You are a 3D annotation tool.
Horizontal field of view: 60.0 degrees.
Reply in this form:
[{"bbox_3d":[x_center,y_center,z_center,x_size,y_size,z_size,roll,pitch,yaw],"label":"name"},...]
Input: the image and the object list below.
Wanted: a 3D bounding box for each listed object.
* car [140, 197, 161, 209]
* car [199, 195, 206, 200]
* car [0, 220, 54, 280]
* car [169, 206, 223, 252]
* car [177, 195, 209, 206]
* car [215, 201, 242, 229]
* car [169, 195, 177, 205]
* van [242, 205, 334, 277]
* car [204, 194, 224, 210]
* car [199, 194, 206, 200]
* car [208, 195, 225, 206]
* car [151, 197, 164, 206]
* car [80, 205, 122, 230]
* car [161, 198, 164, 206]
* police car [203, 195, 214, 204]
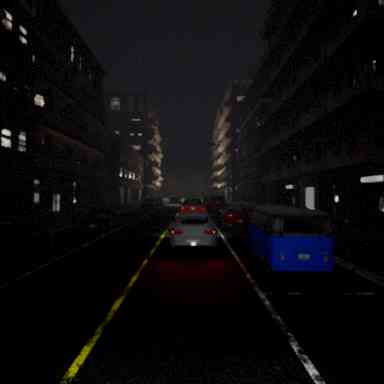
[{"bbox_3d":[-5.617,1.477,43.372,1.887,1.381,4.507,1,0,0],"label":"car"},{"bbox_3d":[2.836,1.440,93.460,1.802,1.307,4.206,1,0,0],"label":"car"},{"bbox_3d":[-5.665,1.551,9.945,1.947,1.339,4.313,1,0,0],"label":"car"},{"bbox_3d":[0.072,1.503,13.599,1.812,1.442,4.674,0,0,1],"label":"car"},{"bbox_3d":[0.086,1.307,27.824,2.097,1.767,4.553,0,0,1],"label":"car"},{"bbox_3d":[2.731,1.511,21.035,1.887,1.381,4.507,1,0,0],"label":"car"},{"bbox_3d":[-2.964,1.457,58.117,2.033,1.411,5.357,0,0,1],"label":"car"},{"bbox_3d":[2.718,1.325,9.894,1.690,1.788,3.998,1,0,0],"label":"van"},{"bbox_3d":[2.767,1.247,43.319,2.192,1.841,5.009,1,0,0],"label":"car"},{"bbox_3d":[2.829,1.391,88.058,1.752,1.417,4.829,1,0,0],"label":"car"},{"bbox_3d":[2.759,1.255,37.748,2.192,1.841,5.009,1,0,0],"label":"car"},{"bbox_3d":[-5.601,1.498,54.514,1.802,1.307,4.206,1,0,0],"label":"car"},{"bbox_3d":[-5.649,1.533,21.087,1.947,1.339,4.313,1,0,0],"label":"car"},{"bbox_3d":[-5.609,1.506,48.942,1.802,1.307,4.206,1,0,0],"label":"car"},{"bbox_3d":[3.091,1.326,63.907,1.930,1.638,5.238,0,0,0],"label":"police car"}]
